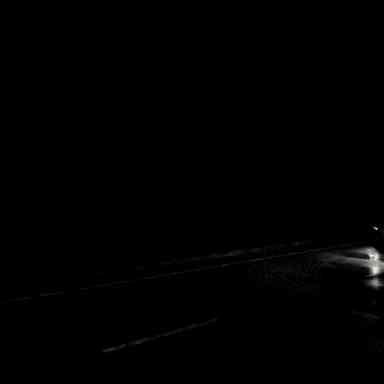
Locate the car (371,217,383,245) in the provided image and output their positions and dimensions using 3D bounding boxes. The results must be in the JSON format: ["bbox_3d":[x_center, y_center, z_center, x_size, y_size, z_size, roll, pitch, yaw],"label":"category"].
[{"bbox_3d":[9.791,1.524,14.668,4.902,1.511,2.128,0,0,-35],"label":"car"}]
